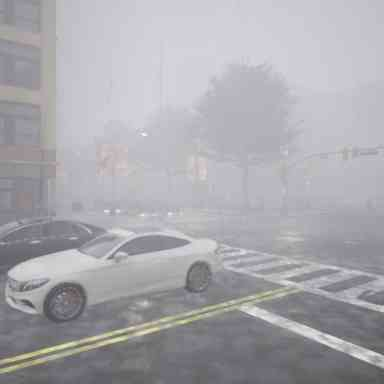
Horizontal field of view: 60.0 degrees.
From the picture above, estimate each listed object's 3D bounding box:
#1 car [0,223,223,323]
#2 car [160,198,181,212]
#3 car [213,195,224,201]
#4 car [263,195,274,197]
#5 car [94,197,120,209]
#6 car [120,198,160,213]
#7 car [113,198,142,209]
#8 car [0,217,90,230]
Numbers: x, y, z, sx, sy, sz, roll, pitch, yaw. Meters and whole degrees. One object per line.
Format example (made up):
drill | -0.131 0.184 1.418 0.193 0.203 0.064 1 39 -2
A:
car | -1.399 1.526 7.296 4.674 1.442 1.812 0 0 -36
car | -3.207 1.505 39.050 1.837 1.490 4.892 0 0 -36
car | 5.696 1.413 79.530 2.161 1.482 4.786 0 0 -36
car | 16.184 1.320 72.064 2.002 1.452 4.674 0 0 -36
car | -11.694 1.478 44.871 1.882 1.535 5.008 0 0 -35
car | -5.862 1.505 36.747 1.837 1.490 4.892 0 0 -36
car | -9.260 1.547 47.490 2.033 1.411 5.357 0 0 -35
car | -4.522 1.505 9.369 4.892 1.490 1.837 0 0 -36
